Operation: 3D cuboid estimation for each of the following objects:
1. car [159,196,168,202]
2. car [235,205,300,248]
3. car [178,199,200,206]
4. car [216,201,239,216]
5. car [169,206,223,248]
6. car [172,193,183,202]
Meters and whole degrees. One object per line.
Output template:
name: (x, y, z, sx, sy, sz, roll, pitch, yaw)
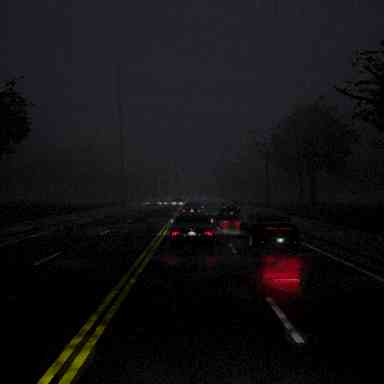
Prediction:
car: (-6.500, 1.627, 75.937, 2.033, 1.411, 5.357, 0, 0, 0)
car: (3.250, 1.522, 14.650, 1.837, 1.490, 4.892, 0, 0, 0)
car: (0.000, 1.584, 29.651, 2.033, 1.411, 5.357, 0, 0, 0)
car: (3.250, 1.515, 29.651, 2.128, 1.511, 4.902, 0, 0, 0)
car: (0.000, 1.569, 14.650, 2.033, 1.411, 5.357, 0, 0, 0)
car: (-3.250, 1.312, 75.908, 2.150, 2.045, 5.566, 0, 0, 0)
